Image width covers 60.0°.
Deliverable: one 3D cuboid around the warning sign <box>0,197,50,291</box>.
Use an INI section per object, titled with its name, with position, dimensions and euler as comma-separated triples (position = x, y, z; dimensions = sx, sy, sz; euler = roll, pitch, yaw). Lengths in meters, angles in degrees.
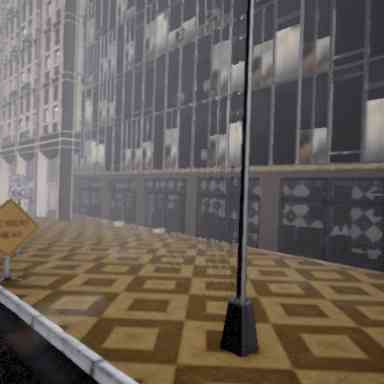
[warning sign]
position = -4.038, 1.068, 7.310
dimensions = 1.300, 1.860, 1.060
euler = 3, 0, -45
